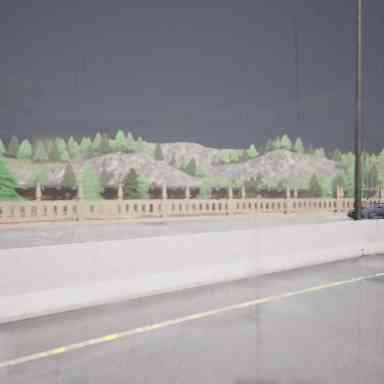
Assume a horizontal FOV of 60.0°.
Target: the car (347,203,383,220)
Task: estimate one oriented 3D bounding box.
[{"bbox_3d":[14.698,1.561,26.847,4.181,1.385,1.994,0,0,-20],"label":"car"}]
